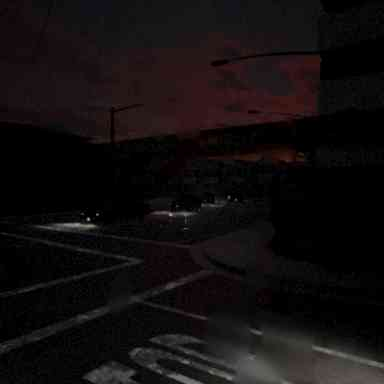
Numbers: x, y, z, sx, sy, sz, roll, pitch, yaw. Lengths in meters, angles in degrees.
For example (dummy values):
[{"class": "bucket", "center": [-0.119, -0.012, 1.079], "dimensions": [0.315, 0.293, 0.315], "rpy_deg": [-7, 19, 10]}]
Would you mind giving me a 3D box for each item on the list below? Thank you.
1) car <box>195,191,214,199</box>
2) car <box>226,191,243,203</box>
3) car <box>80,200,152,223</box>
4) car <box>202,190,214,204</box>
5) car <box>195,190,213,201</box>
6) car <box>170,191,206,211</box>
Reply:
[{"class": "car", "center": [2.362, 0.483, 64.393], "dimensions": [1.837, 1.490, 4.892], "rpy_deg": [0, 0, -24]}, {"class": "car", "center": [5.742, 0.652, 44.446], "dimensions": [1.837, 1.490, 4.892], "rpy_deg": [1, 1, 4]}, {"class": "car", "center": [-5.004, 1.242, 22.919], "dimensions": [2.033, 1.411, 5.357], "rpy_deg": [0, 1, 33]}, {"class": "car", "center": [1.827, 0.720, 41.979], "dimensions": [1.812, 1.442, 4.674], "rpy_deg": [0, 1, 6]}, {"class": "car", "center": [1.812, 0.509, 52.313], "dimensions": [2.128, 1.511, 4.902], "rpy_deg": [0, 1, -6]}, {"class": "car", "center": [-0.529, 0.963, 31.965], "dimensions": [1.837, 1.490, 4.892], "rpy_deg": [0, 2, 20]}]
